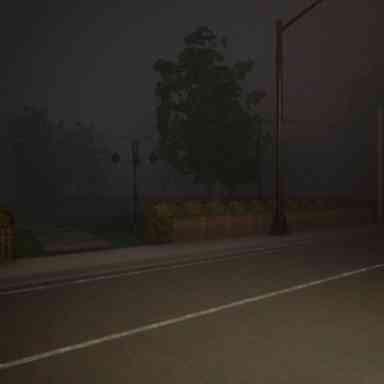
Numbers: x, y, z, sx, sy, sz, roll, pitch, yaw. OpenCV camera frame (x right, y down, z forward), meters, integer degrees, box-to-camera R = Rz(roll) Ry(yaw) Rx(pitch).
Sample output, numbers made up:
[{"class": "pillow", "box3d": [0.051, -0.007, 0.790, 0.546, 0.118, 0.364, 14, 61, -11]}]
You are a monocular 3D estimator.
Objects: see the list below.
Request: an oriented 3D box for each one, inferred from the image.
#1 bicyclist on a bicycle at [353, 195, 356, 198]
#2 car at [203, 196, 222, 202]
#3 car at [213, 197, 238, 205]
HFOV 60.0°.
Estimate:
[{"class": "bicyclist on a bicycle", "box3d": [22.886, 1.224, 46.975, 1.656, 1.620, 0.582, 0, 0, -35]}, {"class": "car", "box3d": [2.736, 1.431, 56.874, 2.128, 1.511, 4.902, 0, 0, -34]}, {"class": "car", "box3d": [5.866, 1.534, 58.578, 1.895, 1.301, 4.718, 0, 0, -35]}]
